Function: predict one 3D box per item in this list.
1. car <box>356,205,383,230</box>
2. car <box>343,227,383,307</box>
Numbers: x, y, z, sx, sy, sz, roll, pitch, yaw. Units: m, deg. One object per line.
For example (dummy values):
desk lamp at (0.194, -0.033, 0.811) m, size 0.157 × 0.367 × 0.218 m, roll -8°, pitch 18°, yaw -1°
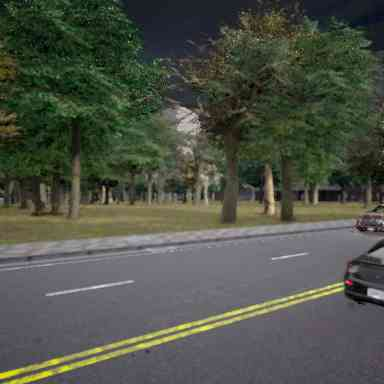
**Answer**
car at (11.921, 1.536, 20.081) m, size 4.553 × 1.767 × 2.097 m, roll 1°, pitch 0°, yaw -35°
car at (5.024, 1.592, 7.007) m, size 4.674 × 1.442 × 1.812 m, roll 1°, pitch 0°, yaw -35°
